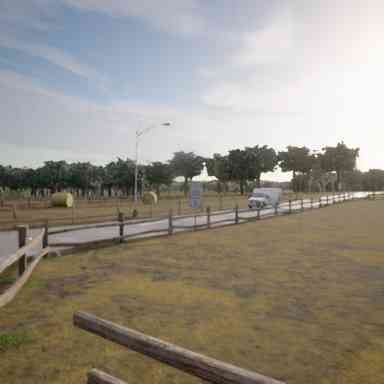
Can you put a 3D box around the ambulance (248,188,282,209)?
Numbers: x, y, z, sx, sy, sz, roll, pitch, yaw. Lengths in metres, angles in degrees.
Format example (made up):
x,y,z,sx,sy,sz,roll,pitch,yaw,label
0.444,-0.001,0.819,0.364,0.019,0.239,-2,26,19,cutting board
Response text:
x,y,z,sx,sy,sz,roll,pitch,yaw,label
9.121,0.787,41.423,2.351,2.431,6.366,2,2,35,ambulance
